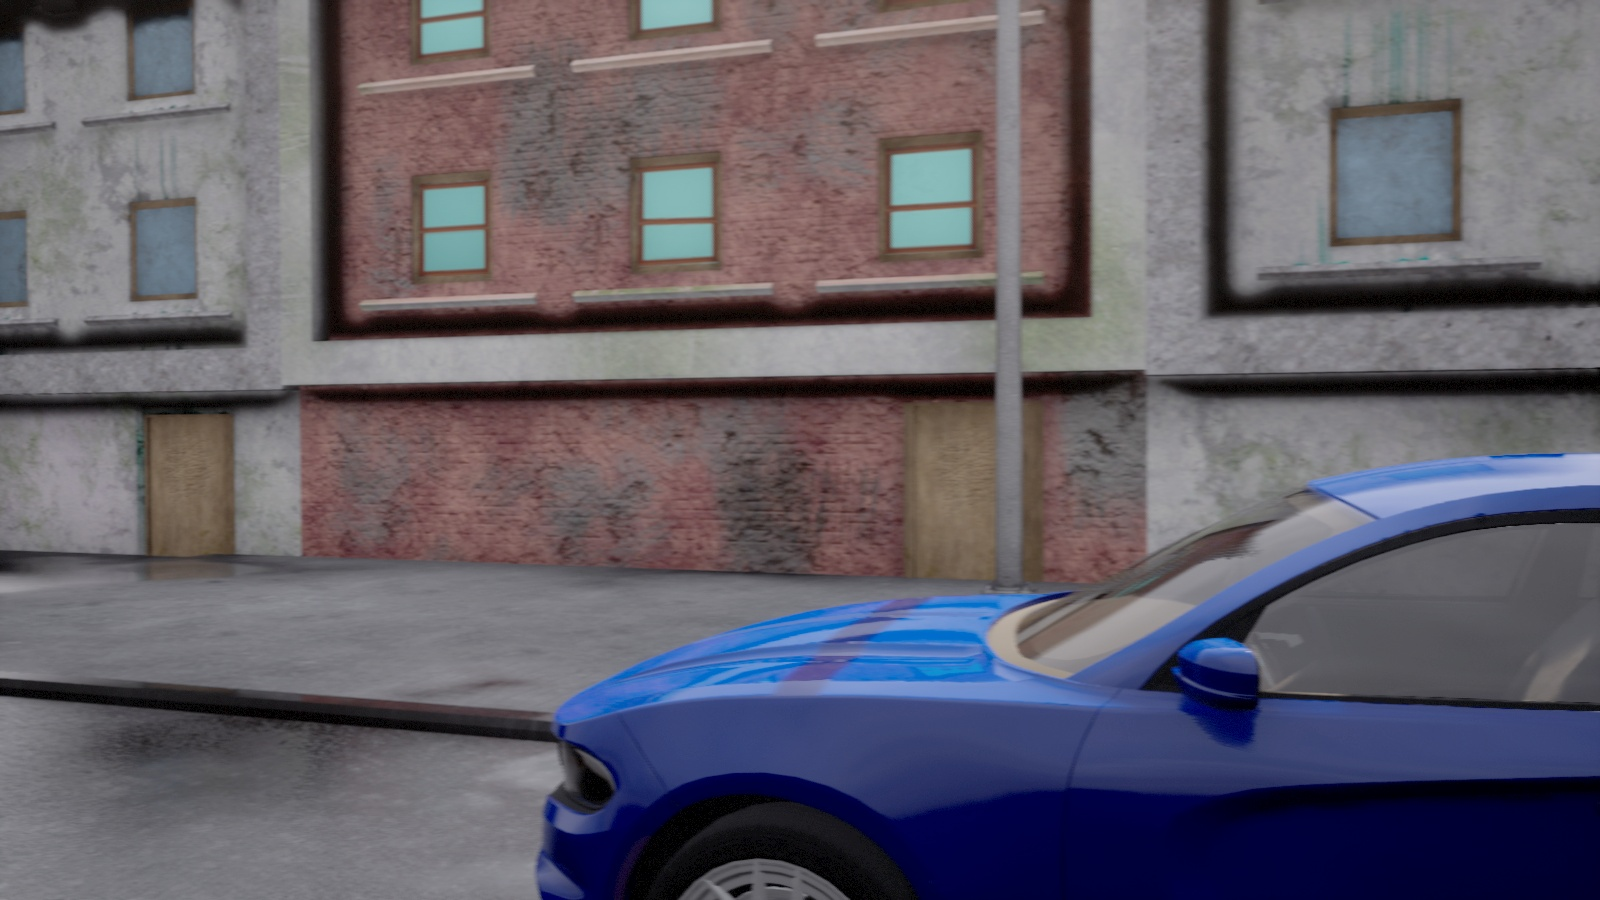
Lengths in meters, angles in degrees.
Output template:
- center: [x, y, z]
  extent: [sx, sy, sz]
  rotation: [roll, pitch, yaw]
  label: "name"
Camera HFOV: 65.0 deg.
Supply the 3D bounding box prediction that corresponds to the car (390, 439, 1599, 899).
- center: [1.674, 0.760, 3.158]
  extent: [5.008, 1.535, 1.882]
  rotation: [1, 1, 19]
  label: "car"
